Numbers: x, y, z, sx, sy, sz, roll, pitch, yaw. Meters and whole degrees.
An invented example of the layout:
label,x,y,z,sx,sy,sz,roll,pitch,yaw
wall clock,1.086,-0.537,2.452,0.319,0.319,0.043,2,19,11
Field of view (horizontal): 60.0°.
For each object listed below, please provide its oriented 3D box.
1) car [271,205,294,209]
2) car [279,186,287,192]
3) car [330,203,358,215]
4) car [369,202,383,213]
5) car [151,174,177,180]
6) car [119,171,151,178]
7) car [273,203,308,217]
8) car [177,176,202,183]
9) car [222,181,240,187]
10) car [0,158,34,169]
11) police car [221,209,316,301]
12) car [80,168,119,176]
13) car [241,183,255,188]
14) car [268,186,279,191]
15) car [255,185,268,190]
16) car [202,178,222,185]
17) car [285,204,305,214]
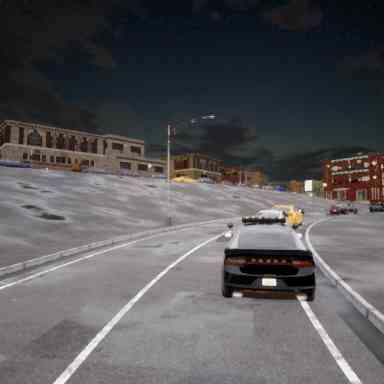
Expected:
label,x,y,z,sx,sy,sz,roll,pitch,yaw
car,4.256,1.641,17.747,1.812,1.442,4.674,-1,-1,19
car,21.734,-0.427,83.485,2.435,2.045,5.566,-3,-6,40
car,18.840,2.075,41.350,4.674,1.442,1.812,1,-4,-40
car,27.915,2.255,49.010,4.902,1.511,2.128,2,-4,-39
car,-5.334,-2.211,55.528,4.674,1.452,2.002,4,-5,-41
car,-9.517,-2.506,51.895,4.892,1.521,2.231,3,-5,-40
car,11.582,2.105,38.924,2.128,1.511,4.902,-4,-3,41
car,-1.230,-1.983,59.255,5.008,1.535,2.097,4,-6,-42
car,6.836,-1.391,67.078,4.792,1.488,2.163,4,-6,-45
car,-22.140,-3.296,41.358,4.553,1.767,2.185,3,-5,-40
police car,1.854,1.457,8.623,1.930,1.638,5.238,-1,0,10
car,-13.746,-2.737,48.355,4.892,1.521,2.231,3,-5,-40
car,10.672,-1.096,71.035,2.002,1.452,4.674,-4,-6,44
car,18.092,-0.651,79.222,2.185,1.767,4.553,-4,-6,41
car,14.356,-0.848,75.005,2.231,1.521,4.892,-4,-6,43
car,2.776,-1.836,63.058,4.553,1.767,2.185,4,-6,-43
car,6.433,1.663,23.046,1.882,1.535,5.008,-2,-2,25
